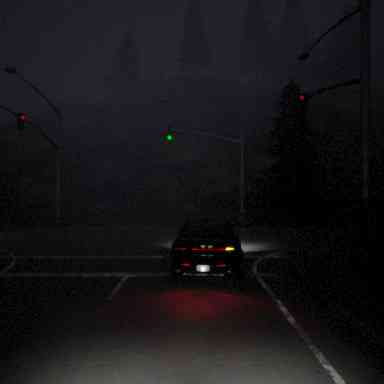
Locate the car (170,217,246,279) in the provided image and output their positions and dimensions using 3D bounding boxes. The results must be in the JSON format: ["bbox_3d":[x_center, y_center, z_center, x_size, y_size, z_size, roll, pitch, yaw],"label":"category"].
[{"bbox_3d":[0.567,1.510,10.105,1.837,1.490,4.892,-1,0,7],"label":"car"}]
